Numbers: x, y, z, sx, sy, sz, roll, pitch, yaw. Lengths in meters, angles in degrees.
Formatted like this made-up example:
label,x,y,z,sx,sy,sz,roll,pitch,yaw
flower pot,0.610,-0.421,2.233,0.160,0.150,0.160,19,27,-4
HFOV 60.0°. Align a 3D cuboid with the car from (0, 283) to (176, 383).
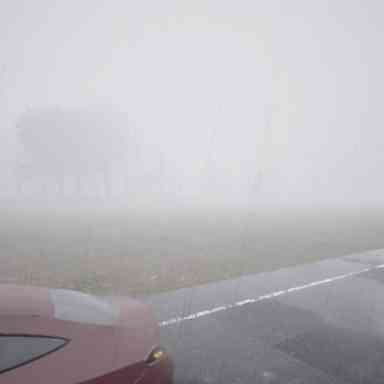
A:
label,x,y,z,sx,sy,sz,roll,pitch,yaw
car,-2.312,1.526,2.345,4.674,1.442,1.812,0,0,-35
